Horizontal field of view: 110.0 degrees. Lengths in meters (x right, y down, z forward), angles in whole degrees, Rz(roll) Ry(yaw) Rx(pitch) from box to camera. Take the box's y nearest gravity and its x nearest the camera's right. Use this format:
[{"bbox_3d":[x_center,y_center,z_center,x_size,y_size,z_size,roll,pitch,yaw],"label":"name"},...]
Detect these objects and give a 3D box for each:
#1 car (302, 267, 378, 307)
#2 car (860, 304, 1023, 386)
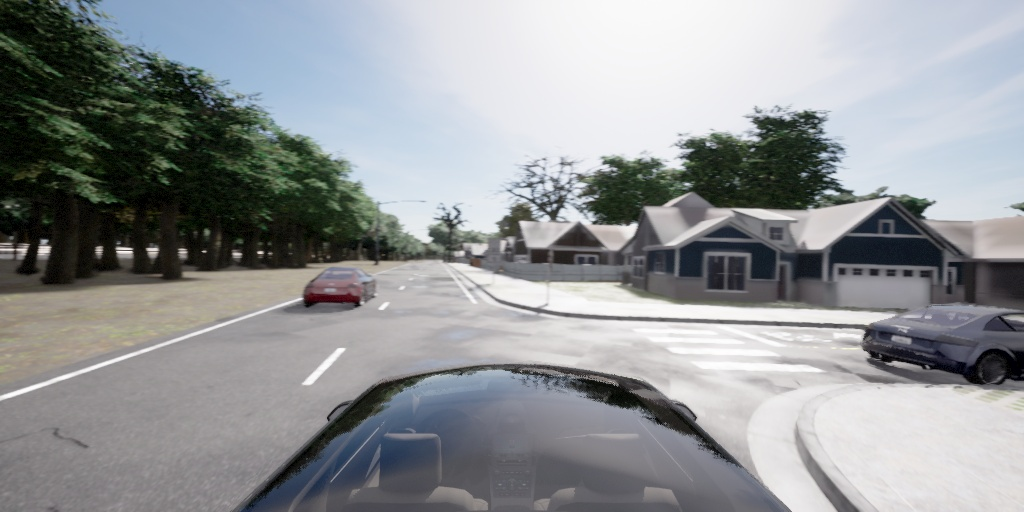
[{"bbox_3d":[-6.609,1.124,14.202,1.994,1.385,4.181,2,0,-12],"label":"car"},{"bbox_3d":[9.852,1.736,7.405,4.181,1.385,1.994,2,-1,-5],"label":"car"}]
